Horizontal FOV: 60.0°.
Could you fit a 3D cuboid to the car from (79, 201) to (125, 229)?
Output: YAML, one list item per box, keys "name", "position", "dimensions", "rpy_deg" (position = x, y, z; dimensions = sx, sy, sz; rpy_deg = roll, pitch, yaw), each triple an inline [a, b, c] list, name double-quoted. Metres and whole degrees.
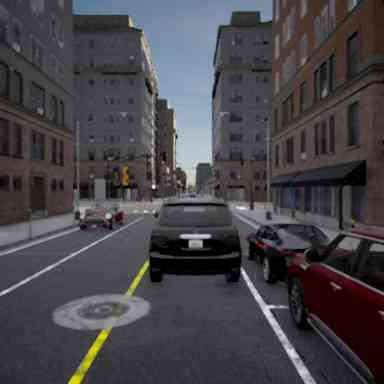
- name: "car"
  position: [-5.372, 1.336, 20.191]
  dimensions: [1.967, 1.590, 4.097]
  rpy_deg: [0, 0, 0]

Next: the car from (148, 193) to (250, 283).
- name: "car"
  position: [0.043, 1.168, 9.622]
  dimensions: [2.150, 2.045, 5.566]
  rpy_deg: [0, 0, -1]

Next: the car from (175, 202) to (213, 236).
- name: "car"
  position: [0.114, 1.407, 18.743]
  dimensions: [1.837, 1.490, 4.892]
  rpy_deg: [0, 0, 0]

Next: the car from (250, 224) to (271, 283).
- name: "car"
  position: [2.644, 1.515, 9.275]
  dimensions: [1.947, 1.339, 4.313]
  rpy_deg: [0, 0, 0]

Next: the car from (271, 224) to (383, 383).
- name: "car"
  position: [2.639, 1.293, 3.821]
  dimensions: [2.192, 1.841, 5.009]
  rpy_deg: [0, 0, 0]

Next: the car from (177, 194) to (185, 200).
- name: "car"
  position: [-2.649, 1.187, 83.407]
  dimensions: [1.837, 1.490, 4.892]
  rpy_deg: [0, 0, 0]

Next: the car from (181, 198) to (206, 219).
- name: "car"
  position: [0.120, 1.338, 28.241]
  dimensions: [1.882, 1.535, 5.008]
  rpy_deg: [0, 0, 0]
